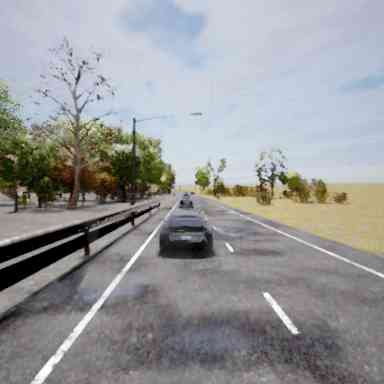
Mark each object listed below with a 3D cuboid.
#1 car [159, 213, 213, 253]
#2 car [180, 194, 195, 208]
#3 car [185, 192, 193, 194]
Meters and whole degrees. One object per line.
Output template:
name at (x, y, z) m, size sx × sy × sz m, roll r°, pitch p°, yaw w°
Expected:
car at (-0.231, 1.554, 13.544) m, size 1.994 × 1.385 × 4.181 m, roll 0°, pitch 0°, yaw -1°
car at (-0.788, 1.443, 47.257) m, size 2.128 × 1.511 × 4.902 m, roll 0°, pitch 0°, yaw -1°
car at (-1.332, 1.247, 80.233) m, size 2.097 × 1.767 × 4.553 m, roll 0°, pitch 0°, yaw -1°
